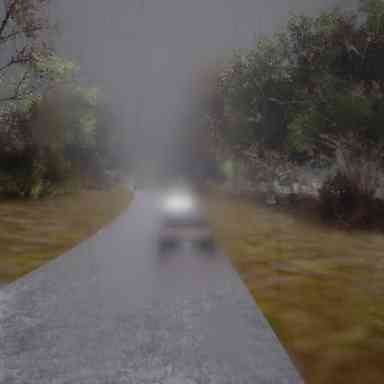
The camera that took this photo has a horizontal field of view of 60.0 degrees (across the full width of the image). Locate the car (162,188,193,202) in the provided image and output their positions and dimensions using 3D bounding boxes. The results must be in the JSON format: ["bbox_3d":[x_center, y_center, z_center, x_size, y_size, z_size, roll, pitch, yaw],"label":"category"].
[{"bbox_3d":[-1.130,0.703,26.312,2.150,2.045,5.566,1,2,-5],"label":"car"}]

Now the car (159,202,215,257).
[{"bbox_3d":[-0.225,1.379,12.546,2.128,1.511,4.902,0,1,-2],"label":"car"}]

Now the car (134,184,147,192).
[{"bbox_3d":[-9.013,-0.757,58.008,1.994,1.385,4.181,2,3,-12],"label":"car"}]
